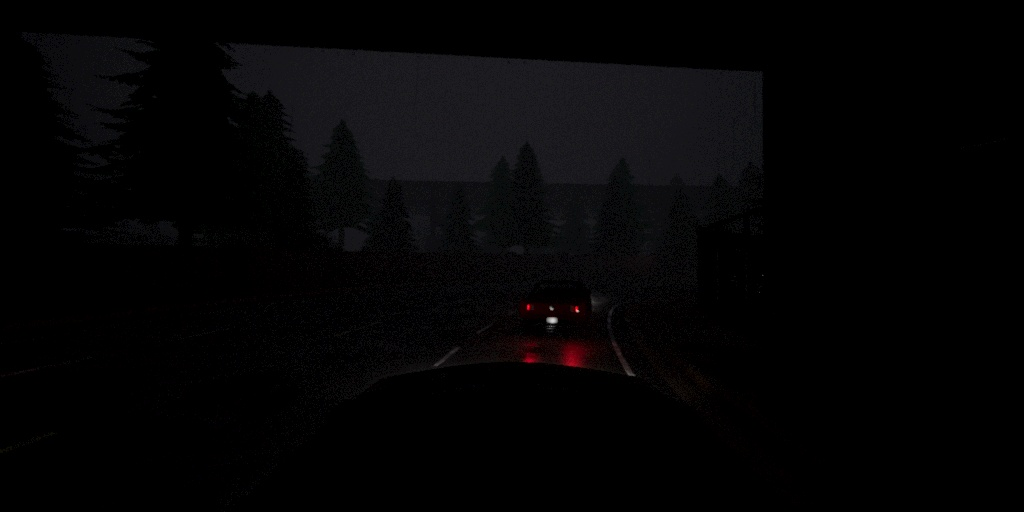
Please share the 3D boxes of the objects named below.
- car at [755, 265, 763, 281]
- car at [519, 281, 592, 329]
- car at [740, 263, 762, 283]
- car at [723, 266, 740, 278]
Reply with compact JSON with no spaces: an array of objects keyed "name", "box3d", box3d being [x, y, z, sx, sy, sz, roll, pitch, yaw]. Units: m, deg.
[{"name":"car","box3d":[18.816,1.514,23.195,4.892,1.490,1.837,0,-1,-7]},{"name":"car","box3d":[1.630,1.452,11.779,1.895,1.301,4.718,0,-1,14]},{"name":"car","box3d":[22.829,1.601,30.935,4.892,1.490,1.837,0,-1,-7]},{"name":"car","box3d":[22.748,1.481,34.451,4.553,1.767,2.097,0,-1,-7]}]
